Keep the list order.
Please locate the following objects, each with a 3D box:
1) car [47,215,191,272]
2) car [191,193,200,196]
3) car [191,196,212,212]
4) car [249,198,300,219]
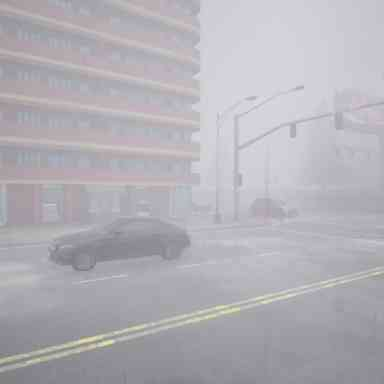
[{"bbox_3d":[-2.204,1.525,10.909,4.674,1.442,1.812,0,0,-33],"label":"car"},{"bbox_3d":[-0.513,1.218,59.948,2.150,2.045,5.566,0,0,-34],"label":"car"},{"bbox_3d":[0.475,1.522,39.337,1.812,1.442,4.674,0,0,-34],"label":"car"},{"bbox_3d":[7.227,1.348,29.288,2.097,1.767,4.553,0,0,-34],"label":"car"}]
